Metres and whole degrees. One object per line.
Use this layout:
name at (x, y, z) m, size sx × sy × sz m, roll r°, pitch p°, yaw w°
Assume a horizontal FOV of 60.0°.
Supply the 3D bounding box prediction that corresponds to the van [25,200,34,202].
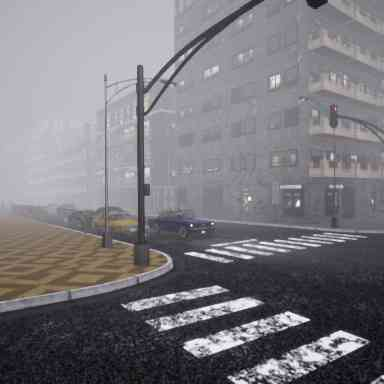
van at (-41.649, 2.831, 85.100) m, size 1.690 × 1.788 × 3.998 m, roll -2°, pitch 0°, yaw -36°

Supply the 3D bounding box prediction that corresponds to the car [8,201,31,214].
car at (-24.964, 2.449, 48.242) m, size 1.887 × 1.381 × 4.507 m, roll -2°, pitch 0°, yaw -36°

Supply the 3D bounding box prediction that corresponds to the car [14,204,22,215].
car at (-21.615, 2.392, 43.685) m, size 1.802 × 1.307 × 4.206 m, roll -2°, pitch 0°, yaw -36°

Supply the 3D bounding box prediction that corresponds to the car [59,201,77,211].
car at (-21.562, 2.366, 57.761) m, size 1.967 × 1.590 × 4.097 m, roll -2°, pitch 0°, yaw -36°

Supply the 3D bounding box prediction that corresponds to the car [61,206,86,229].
car at (-8.227, 2.002, 25.460) m, size 1.947 × 1.339 × 4.313 m, roll -2°, pitch 0°, yaw -36°

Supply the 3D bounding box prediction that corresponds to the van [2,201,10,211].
van at (-31.665, 2.433, 57.355) m, size 1.690 × 1.788 × 3.998 m, roll -2°, pitch 0°, yaw -36°

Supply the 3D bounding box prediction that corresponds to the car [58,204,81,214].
car at (-17.918, 2.389, 48.453) m, size 1.895 × 1.301 × 4.718 m, roll -1°, pitch -1°, yaw -36°

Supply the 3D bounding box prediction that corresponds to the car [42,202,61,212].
car at (-23.833, 2.518, 56.511) m, size 1.994 × 1.385 × 4.181 m, roll -1°, pitch -1°, yaw -37°

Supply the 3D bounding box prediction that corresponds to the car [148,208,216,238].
car at (-0.702, 1.863, 19.610) m, size 1.895 × 1.301 × 4.718 m, roll -1°, pitch -1°, yaw -36°

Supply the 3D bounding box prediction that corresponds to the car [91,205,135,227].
car at (-6.708, 1.935, 27.787) m, size 1.837 × 1.490 × 4.892 m, roll -1°, pitch -1°, yaw -36°

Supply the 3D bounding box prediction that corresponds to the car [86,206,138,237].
car at (-4.780, 1.865, 20.767) m, size 1.752 × 1.417 × 4.829 m, roll -2°, pitch 0°, yaw -36°

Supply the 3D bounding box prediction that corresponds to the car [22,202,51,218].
car at (-18.269, 2.262, 39.129) m, size 1.887 × 1.381 × 4.507 m, roll -2°, pitch 0°, yaw -36°

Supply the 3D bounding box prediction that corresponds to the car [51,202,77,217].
car at (-14.034, 2.126, 37.780) m, size 2.128 × 1.511 × 4.902 m, roll -1°, pitch 0°, yaw -36°

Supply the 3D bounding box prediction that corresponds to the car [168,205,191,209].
car at (-1.475, 1.915, 30.422) m, size 2.008 × 1.369 × 4.403 m, roll -2°, pitch 0°, yaw -36°
